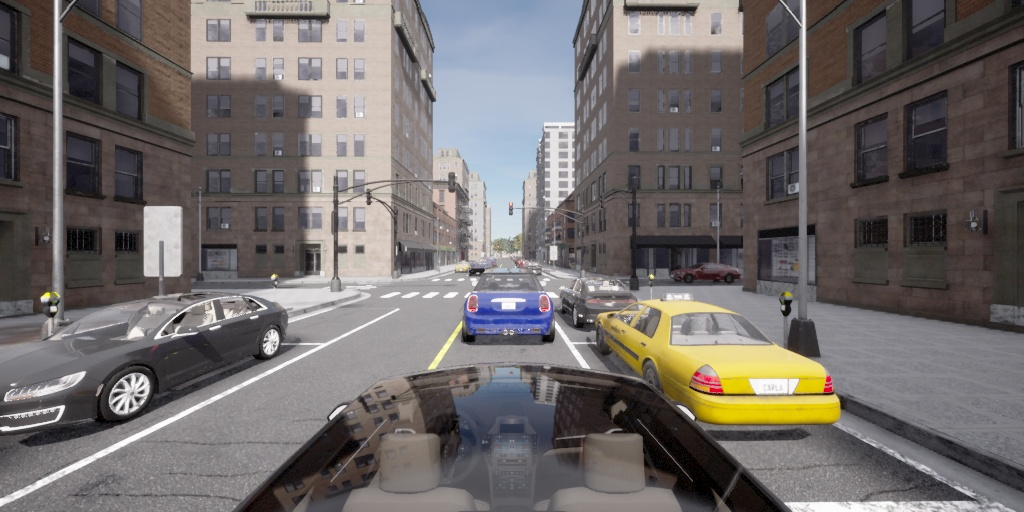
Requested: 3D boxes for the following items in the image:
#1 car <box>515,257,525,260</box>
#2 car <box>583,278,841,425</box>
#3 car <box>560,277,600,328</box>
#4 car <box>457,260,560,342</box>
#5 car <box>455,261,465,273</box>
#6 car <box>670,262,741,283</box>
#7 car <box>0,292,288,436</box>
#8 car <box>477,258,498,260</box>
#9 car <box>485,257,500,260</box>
[{"bbox_3d":[1.928,1.183,60.749,1.967,1.591,4.097,0,0,-1],"label":"car"},{"bbox_3d":[2.602,1.275,5.914,1.751,1.417,4.829,0,0,-1],"label":"car"},{"bbox_3d":[2.534,1.300,11.150,2.007,1.370,4.403,0,0,-1],"label":"car"},{"bbox_3d":[-0.084,1.102,9.905,2.097,1.767,4.553,0,0,0],"label":"car"},{"bbox_3d":[-5.887,1.272,43.436,1.751,1.417,4.829,0,0,-1],"label":"car"},{"bbox_3d":[13.931,1.186,25.926,4.674,1.442,1.812,0,0,1],"label":"car"},{"bbox_3d":[-5.429,1.300,5.646,2.007,1.370,4.403,0,0,-1],"label":"car"},{"bbox_3d":[-3.391,1.294,47.784,2.033,1.411,5.357,0,0,0],"label":"car"},{"bbox_3d":[-3.533,1.307,60.542,1.994,1.385,4.181,0,0,0],"label":"car"}]
